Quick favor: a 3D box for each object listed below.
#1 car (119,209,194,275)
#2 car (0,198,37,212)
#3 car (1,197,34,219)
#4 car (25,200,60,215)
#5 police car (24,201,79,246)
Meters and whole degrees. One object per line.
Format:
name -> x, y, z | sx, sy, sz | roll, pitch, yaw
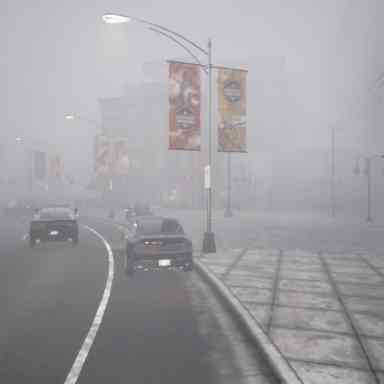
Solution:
car -> -1.251, 1.503, 10.602 | 1.837, 1.490, 4.892 | 0, 0, -14
car -> -20.128, 1.497, 38.354 | 4.674, 1.452, 2.002 | 0, 0, 37
car -> -15.085, 1.334, 29.341 | 2.097, 1.767, 4.553 | 0, 0, -41
car -> -15.682, 1.577, 34.738 | 1.895, 1.301, 4.718 | 0, 0, -43
police car -> -6.361, 1.418, 15.535 | 1.930, 1.638, 5.238 | 0, 0, -21
